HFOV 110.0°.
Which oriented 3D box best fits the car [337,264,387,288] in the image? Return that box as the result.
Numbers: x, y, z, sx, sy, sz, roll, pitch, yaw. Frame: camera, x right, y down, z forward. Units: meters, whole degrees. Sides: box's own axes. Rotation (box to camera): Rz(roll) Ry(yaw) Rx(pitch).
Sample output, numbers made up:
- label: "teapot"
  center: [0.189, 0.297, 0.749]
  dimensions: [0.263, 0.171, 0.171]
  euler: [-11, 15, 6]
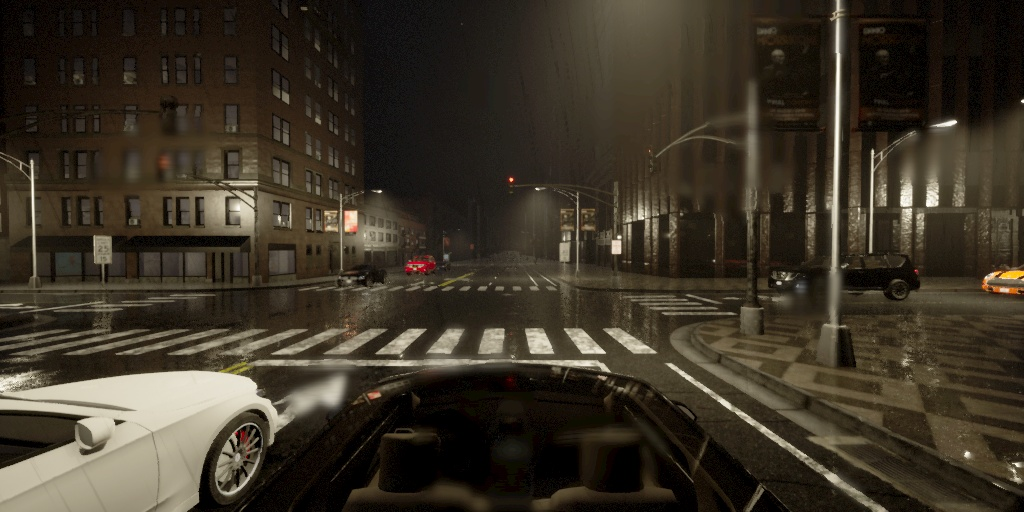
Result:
- label: "car"
  center: [-9.775, 1.277, 23.838]
  dimensions: [1.812, 1.442, 4.674]
  euler: [0, 0, 0]

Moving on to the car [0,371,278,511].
- label: "car"
  center: [-3.159, 1.276, 1.416]
  dimensions: [1.812, 1.442, 4.674]
  euler: [0, 0, 2]

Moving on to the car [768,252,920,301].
- label: "car"
  center: [14.873, 0.867, 16.234]
  dimensions: [5.566, 2.045, 2.150]
  euler: [0, 1, 1]

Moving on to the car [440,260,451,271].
- label: "car"
  center: [-9.675, 1.302, 49.719]
  dimensions: [2.033, 1.411, 5.357]
  euler: [0, 0, 0]

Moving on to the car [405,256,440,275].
- label: "car"
  center: [-9.718, 0.978, 38.663]
  dimensions: [2.150, 2.045, 5.566]
  euler: [0, 0, 0]

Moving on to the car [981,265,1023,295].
- label: "car"
  center: [24.542, 0.960, 16.241]
  dimensions: [4.553, 1.767, 2.097]
  euler: [0, 1, 0]
